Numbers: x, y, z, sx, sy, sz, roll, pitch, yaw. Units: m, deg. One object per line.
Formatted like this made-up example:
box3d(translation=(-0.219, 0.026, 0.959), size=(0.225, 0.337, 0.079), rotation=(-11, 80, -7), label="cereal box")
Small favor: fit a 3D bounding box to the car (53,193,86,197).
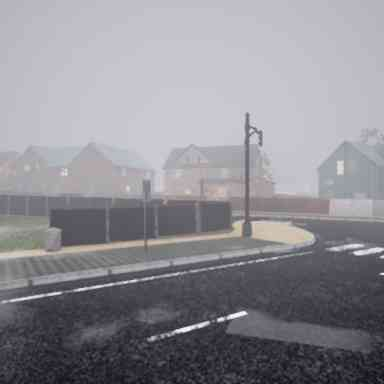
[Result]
box3d(translation=(-9.857, 0.859, 28.097), size=(4.553, 1.767, 2.097), rotation=(1, 0, 19), label="car")
